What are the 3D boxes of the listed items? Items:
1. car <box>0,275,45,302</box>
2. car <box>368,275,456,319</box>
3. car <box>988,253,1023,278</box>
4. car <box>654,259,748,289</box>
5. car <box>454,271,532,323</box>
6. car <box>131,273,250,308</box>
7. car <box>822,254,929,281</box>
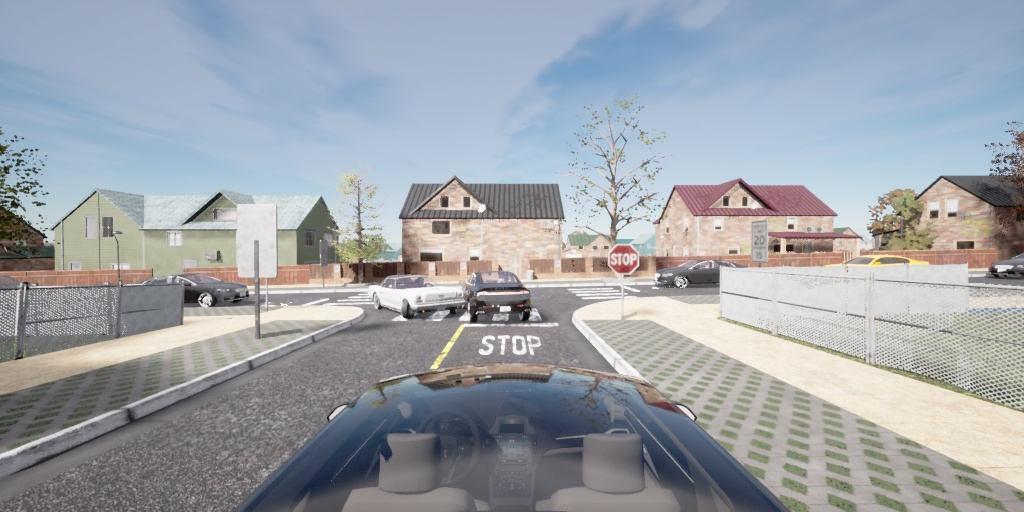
[{"bbox_3d":[-24.243,1.648,16.528,4.553,1.767,2.097,-1,1,0],"label":"car"},{"bbox_3d":[-3.605,1.368,13.078,1.895,1.301,4.718,0,0,-38],"label":"car"},{"bbox_3d":[29.381,0.478,19.706,4.902,1.511,2.128,-1,1,0],"label":"car"},{"bbox_3d":[10.326,0.926,19.630,4.902,1.511,2.128,-1,1,0],"label":"car"},{"bbox_3d":[-0.689,1.243,12.219,2.128,1.511,4.902,0,0,-12],"label":"car"},{"bbox_3d":[-14.906,1.567,16.571,4.902,1.511,2.128,-1,1,0],"label":"car"},{"bbox_3d":[19.757,0.691,19.668,5.008,1.535,1.882,-1,1,-1],"label":"car"}]
